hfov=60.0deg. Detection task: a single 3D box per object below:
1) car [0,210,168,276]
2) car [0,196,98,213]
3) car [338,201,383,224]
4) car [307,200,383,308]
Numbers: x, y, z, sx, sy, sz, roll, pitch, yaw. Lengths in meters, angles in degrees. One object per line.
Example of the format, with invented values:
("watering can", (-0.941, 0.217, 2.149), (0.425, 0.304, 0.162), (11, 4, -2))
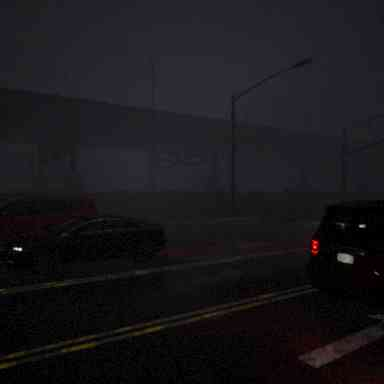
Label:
("car", (-3.112, 1.464, 10.279), (4.902, 1.511, 2.128), (0, 0, -32))
("car", (-6.161, 1.193, 12.496), (5.566, 2.045, 2.150), (0, 0, -32))
("car", (12.948, 1.418, 24.427), (4.674, 1.442, 1.812), (0, 0, -32))
("car", (4.865, 1.188, 6.910), (5.566, 2.045, 2.150), (0, 0, -31))
